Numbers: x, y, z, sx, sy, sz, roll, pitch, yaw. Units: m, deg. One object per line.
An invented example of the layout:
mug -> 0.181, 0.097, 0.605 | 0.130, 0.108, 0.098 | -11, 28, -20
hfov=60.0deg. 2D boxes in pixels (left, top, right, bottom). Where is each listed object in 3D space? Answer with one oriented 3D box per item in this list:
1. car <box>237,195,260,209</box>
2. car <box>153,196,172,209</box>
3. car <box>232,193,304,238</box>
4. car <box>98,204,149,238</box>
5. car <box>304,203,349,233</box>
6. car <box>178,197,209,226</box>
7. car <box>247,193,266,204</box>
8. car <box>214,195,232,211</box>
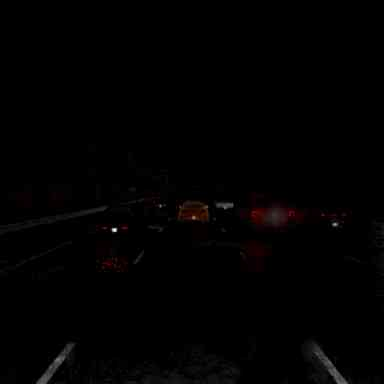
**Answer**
car -> 6.983, 1.232, 41.717 | 2.128, 1.511, 4.902 | 0, 0, 0
car -> -3.497, 1.260, 39.580 | 1.837, 1.490, 4.892 | 0, 1, 0
car -> 3.599, 1.116, 17.026 | 2.150, 2.045, 5.566 | 0, 1, 0
car -> -3.403, 1.398, 17.012 | 1.837, 1.490, 4.892 | 0, 0, 0
car -> 7.099, 1.373, 18.906 | 2.128, 1.511, 4.902 | 0, 0, 0
car -> 0.094, 1.338, 22.345 | 1.882, 1.535, 5.008 | 0, 1, 0
car -> 10.332, 1.018, 53.472 | 2.097, 1.767, 4.553 | 0, 0, 0
car -> 3.507, 1.367, 37.471 | 1.895, 1.301, 4.718 | 0, 0, 0
